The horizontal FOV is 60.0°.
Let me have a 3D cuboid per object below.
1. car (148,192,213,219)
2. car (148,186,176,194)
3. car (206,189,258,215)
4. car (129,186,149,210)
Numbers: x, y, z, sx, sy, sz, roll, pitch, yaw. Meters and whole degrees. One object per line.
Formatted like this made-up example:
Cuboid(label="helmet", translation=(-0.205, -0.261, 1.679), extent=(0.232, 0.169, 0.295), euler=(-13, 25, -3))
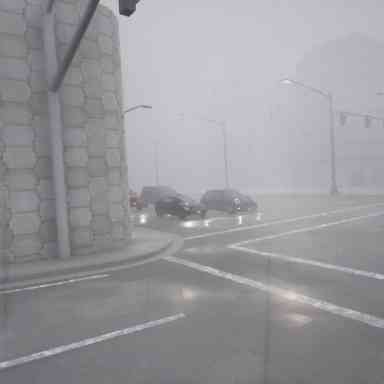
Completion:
Cuboid(label="car", translation=(-0.918, 0.971, 22.882), extent=(1.812, 1.442, 4.674), euler=(-5, 3, -35))
Cuboid(label="car", translation=(-2.990, 0.431, 31.831), extent=(2.150, 2.045, 5.566), euler=(-5, 3, -35))
Cuboid(label="car", translation=(2.549, 0.564, 24.002), extent=(2.097, 1.767, 4.553), euler=(-5, 3, -35))
Cuboid(label="car", translation=(-6.532, 0.665, 30.793), extent=(2.150, 2.045, 5.566), euler=(-5, 3, -35))
